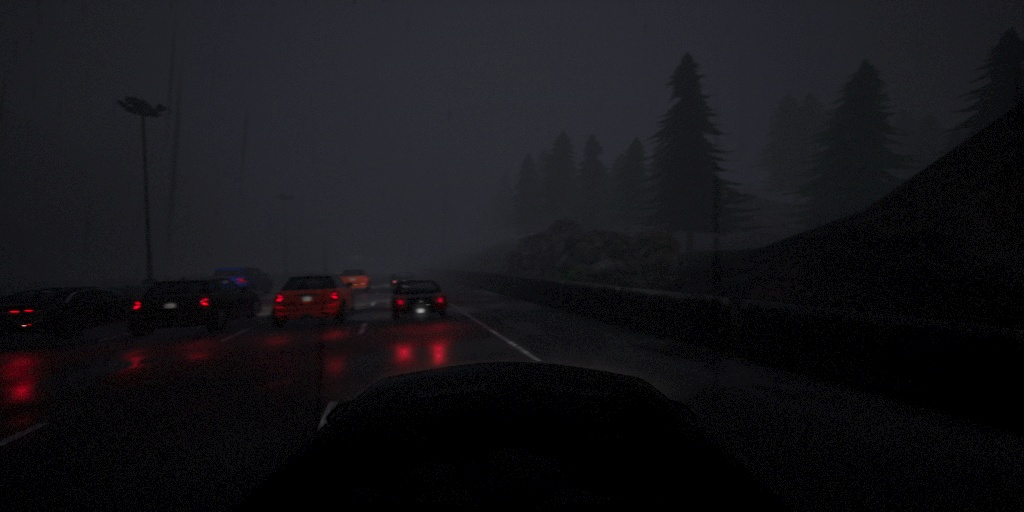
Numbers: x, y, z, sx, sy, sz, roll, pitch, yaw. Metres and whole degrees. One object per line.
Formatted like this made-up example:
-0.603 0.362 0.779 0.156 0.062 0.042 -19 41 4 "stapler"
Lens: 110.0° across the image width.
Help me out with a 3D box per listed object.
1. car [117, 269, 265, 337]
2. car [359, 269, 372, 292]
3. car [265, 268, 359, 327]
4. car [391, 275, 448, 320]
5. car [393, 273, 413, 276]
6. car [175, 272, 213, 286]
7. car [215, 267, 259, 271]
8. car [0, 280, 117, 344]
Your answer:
-10.540 1.512 12.372 2.097 1.767 4.553 -1 -1 -18 "car"
-12.088 1.787 27.729 2.097 1.767 4.553 -1 -1 -18 "car"
-7.229 1.442 13.503 2.097 1.767 4.553 -1 -1 -18 "car"
-3.781 1.611 14.233 1.895 1.301 4.718 -1 -1 -18 "car"
-8.635 1.956 28.443 1.895 1.301 4.718 -1 -1 -18 "car"
-40.604 2.946 45.955 1.882 1.535 5.008 -1 -1 -18 "car"
-18.442 1.780 24.641 2.150 2.045 5.566 -1 -1 -18 "car"
-13.903 1.727 11.402 2.128 1.511 4.902 -1 -1 -18 "car"
